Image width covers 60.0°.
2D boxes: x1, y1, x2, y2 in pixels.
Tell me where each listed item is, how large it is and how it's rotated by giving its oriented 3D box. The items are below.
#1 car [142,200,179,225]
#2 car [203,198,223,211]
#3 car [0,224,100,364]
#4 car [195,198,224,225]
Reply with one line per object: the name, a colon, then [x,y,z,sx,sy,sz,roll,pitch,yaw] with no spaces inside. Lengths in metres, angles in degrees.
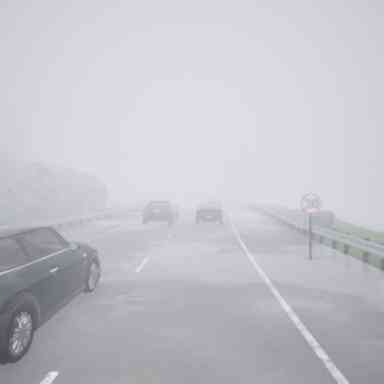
car: [-2.179,1.350,24.490,2.097,1.767,4.553,0,0,5]
car: [2.607,1.509,42.424,2.163,1.488,4.792,0,0,0]
car: [-3.256,1.347,6.036,2.097,1.767,4.553,0,0,1]
car: [1.325,1.481,24.437,1.882,1.535,5.008,0,0,5]
